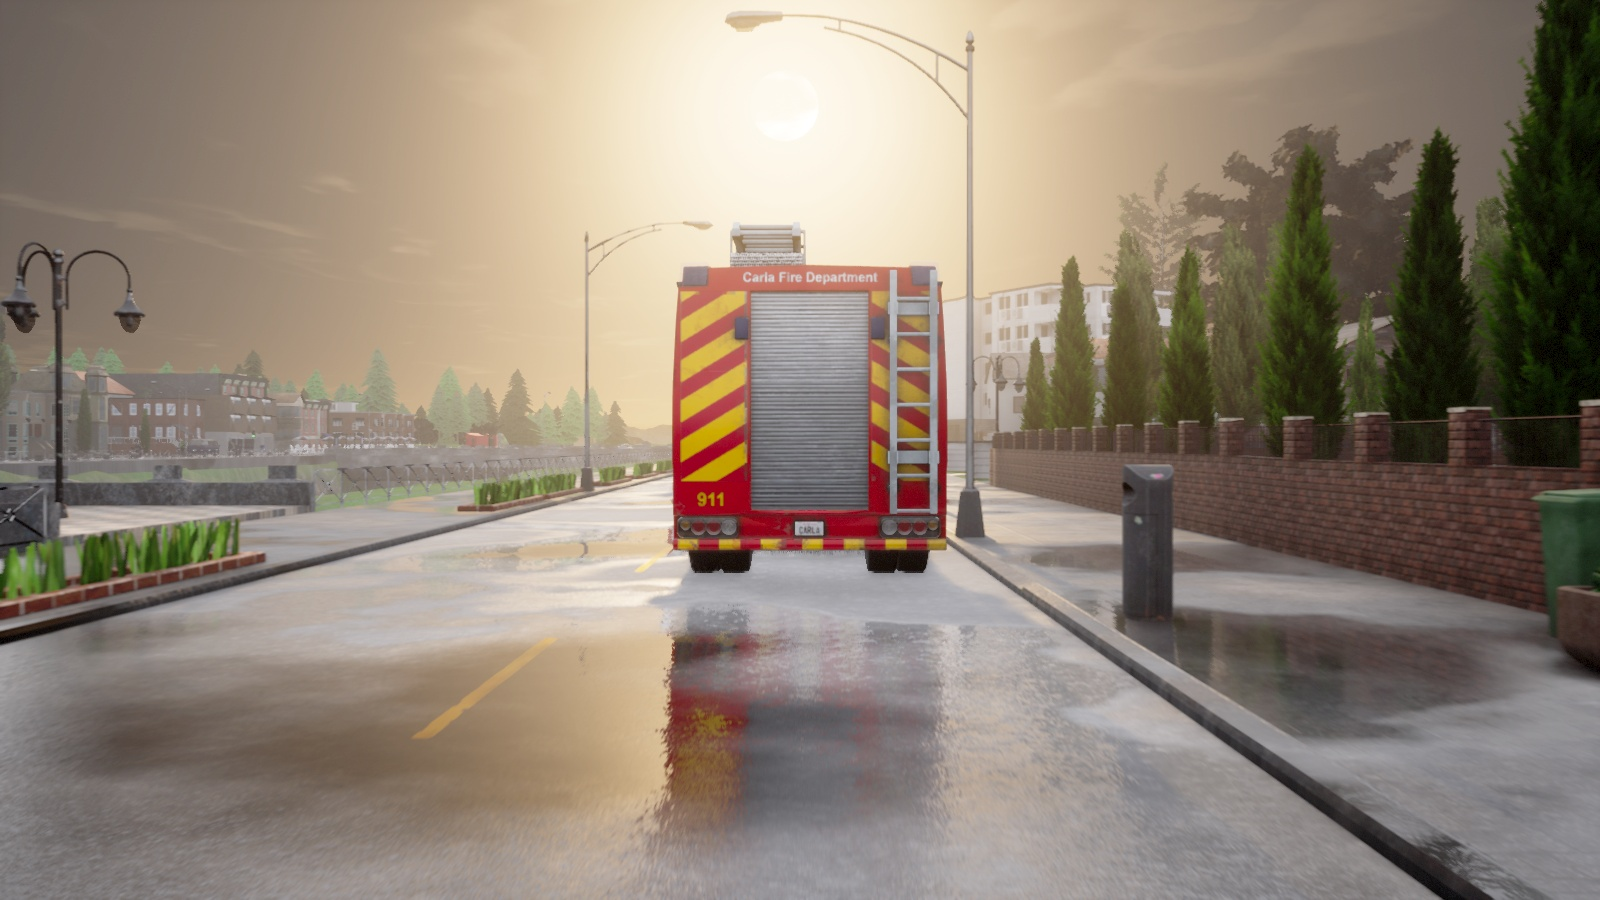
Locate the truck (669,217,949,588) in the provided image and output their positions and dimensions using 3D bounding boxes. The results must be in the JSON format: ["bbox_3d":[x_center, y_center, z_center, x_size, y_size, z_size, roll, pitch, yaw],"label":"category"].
[{"bbox_3d":[0.116,-0.515,17.218,2.891,3.827,8.468,0,0,0],"label":"truck"}]
